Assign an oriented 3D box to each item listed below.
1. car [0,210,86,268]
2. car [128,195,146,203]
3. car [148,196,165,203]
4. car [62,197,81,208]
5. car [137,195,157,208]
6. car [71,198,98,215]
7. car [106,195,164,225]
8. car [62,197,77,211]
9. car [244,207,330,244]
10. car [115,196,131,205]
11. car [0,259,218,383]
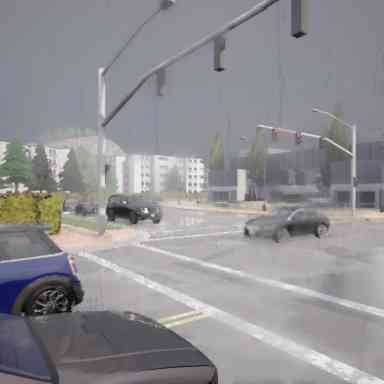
[{"bbox_3d":[-4.203,1.352,5.291,4.553,1.767,2.097,0,0,-36],"label":"car"},{"bbox_3d":[-11.290,1.477,68.931,1.882,1.535,5.008,0,0,14],"label":"car"},{"bbox_3d":[-7.535,1.556,70.634,1.994,1.385,4.181,0,0,17],"label":"car"},{"bbox_3d":[-17.810,1.492,49.333,2.128,1.511,4.902,0,0,-13],"label":"car"},{"bbox_3d":[-6.666,1.352,48.832,2.097,1.767,4.553,0,0,-20],"label":"car"},{"bbox_3d":[-9.923,1.564,32.145,1.994,1.385,4.181,0,0,-34],"label":"car"},{"bbox_3d":[-4.385,1.221,24.540,2.150,2.045,5.566,0,0,-39],"label":"car"},{"bbox_3d":[-14.395,1.526,39.718,1.812,1.442,4.674,0,0,-24],"label":"car"},{"bbox_3d":[4.610,1.491,15.901,4.902,1.511,2.128,0,0,-36],"label":"car"},{"bbox_3d":[-11.917,1.491,57.825,2.128,1.511,4.902,0,0,-5],"label":"car"},{"bbox_3d":[-2.305,1.547,2.121,5.357,1.411,2.033,0,0,-35],"label":"car"}]
